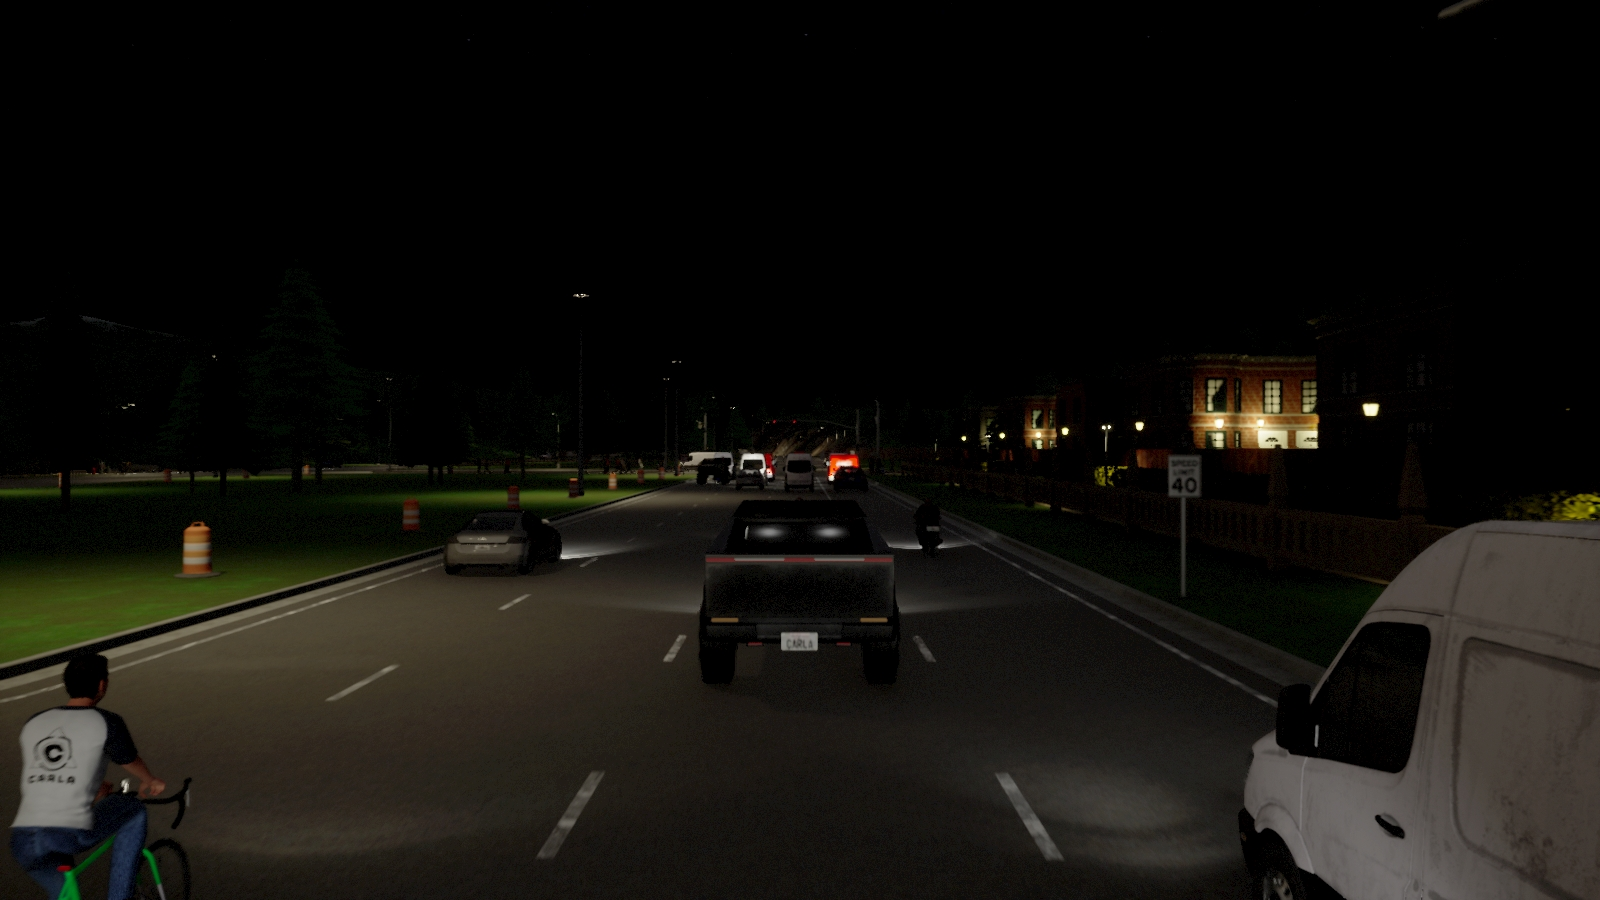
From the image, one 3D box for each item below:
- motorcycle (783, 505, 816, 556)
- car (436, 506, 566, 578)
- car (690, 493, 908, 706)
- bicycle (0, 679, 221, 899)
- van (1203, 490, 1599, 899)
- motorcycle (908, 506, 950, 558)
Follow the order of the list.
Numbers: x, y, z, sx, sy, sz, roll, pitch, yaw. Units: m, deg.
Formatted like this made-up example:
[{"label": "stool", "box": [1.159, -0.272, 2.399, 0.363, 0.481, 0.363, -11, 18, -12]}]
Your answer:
[{"label": "motorcycle", "box": [-0.015, 2.205, 31.510, 0.867, 1.251, 2.209, 0, 0, 0]}, {"label": "car", "box": [-7.013, 2.119, 27.249, 1.994, 1.385, 4.181, 0, 0, 0]}, {"label": "car", "box": [-0.008, 1.754, 15.664, 2.390, 2.098, 6.274, 0, 0, 0]}, {"label": "bicycle", "box": [-3.502, 2.056, 5.720, 0.373, 1.496, 1.643, 0, 0, 0]}, {"label": "van", "box": [3.495, 1.535, 4.117, 1.988, 2.561, 5.915, 0, 0, 0]}, {"label": "motorcycle", "box": [3.485, 2.205, 31.045, 0.867, 1.251, 2.209, 0, 0, 0]}]
